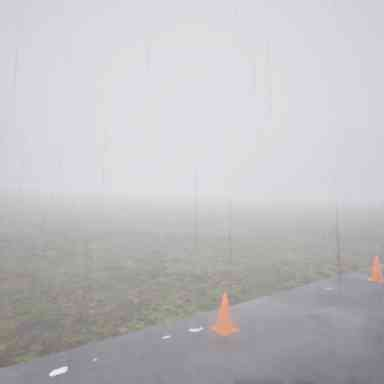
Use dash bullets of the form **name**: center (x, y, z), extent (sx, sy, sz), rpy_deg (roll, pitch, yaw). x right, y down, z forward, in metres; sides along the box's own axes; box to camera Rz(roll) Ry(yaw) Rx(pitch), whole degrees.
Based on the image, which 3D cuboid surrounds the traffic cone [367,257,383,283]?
- **traffic cone**: center (4.608, 1.907, 8.291), extent (0.340, 0.580, 0.340), rpy_deg (0, 0, -35)

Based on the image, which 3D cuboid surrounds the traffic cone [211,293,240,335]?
- **traffic cone**: center (0.536, 1.937, 5.388), extent (0.340, 0.580, 0.340), rpy_deg (0, 0, -36)
